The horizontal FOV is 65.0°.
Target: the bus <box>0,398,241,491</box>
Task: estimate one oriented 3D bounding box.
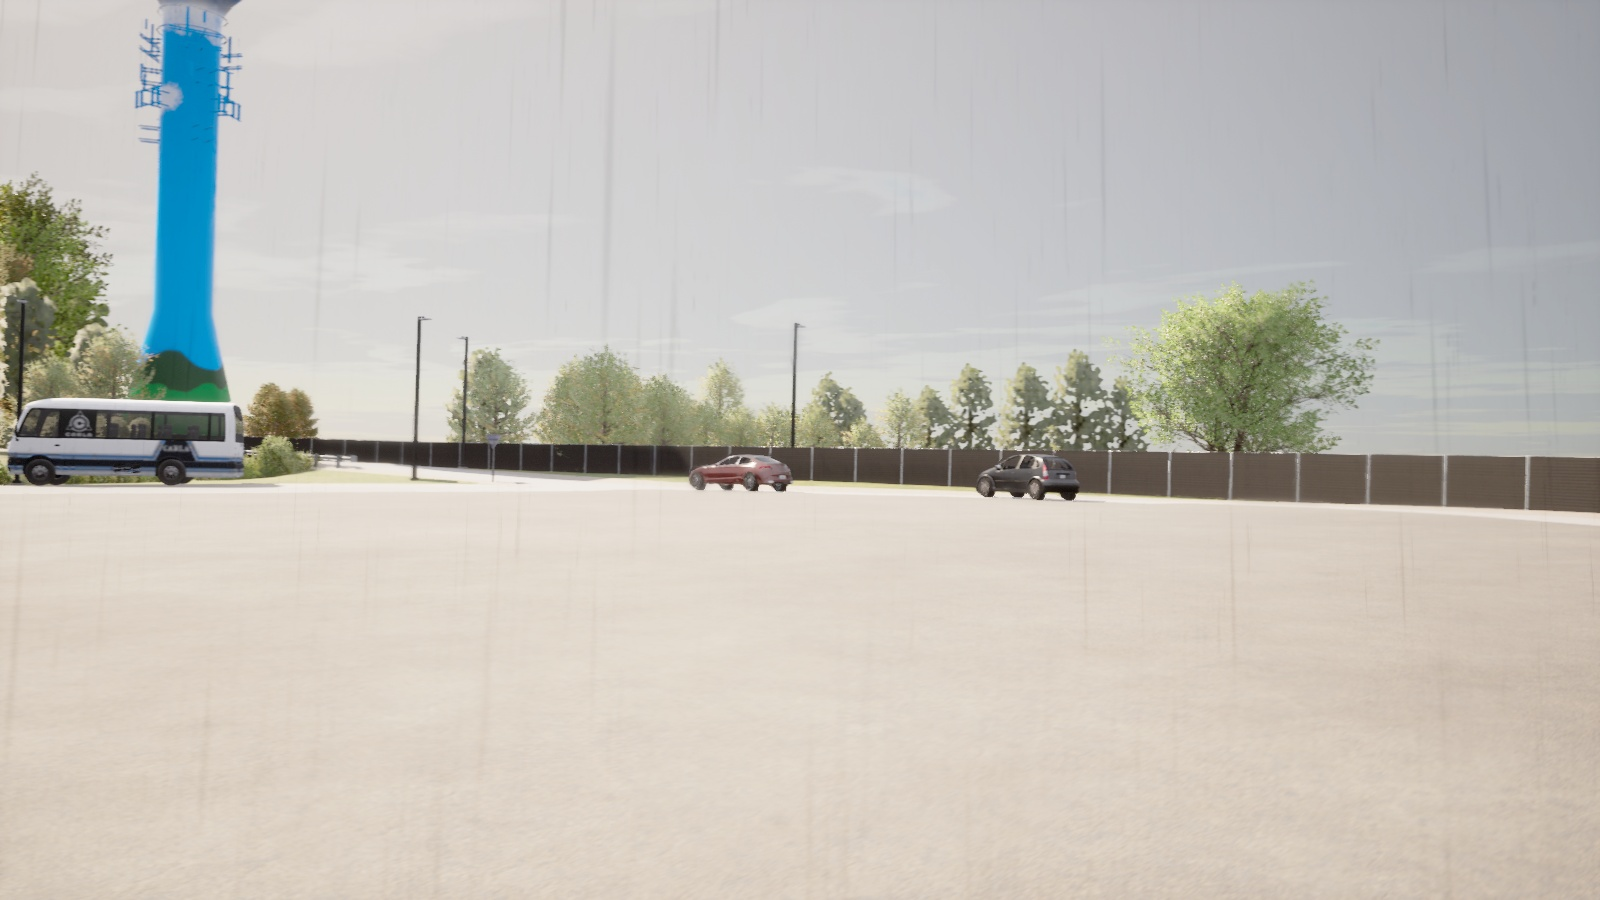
[{"bbox_3d":[-33.266,-0.200,61.427,10.273,4.253,3.944,1,-1,-16],"label":"bus"}]

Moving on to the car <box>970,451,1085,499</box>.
[{"bbox_3d":[8.137,0.883,45.253,1.851,1.617,3.988,2,-1,-31],"label":"car"}]

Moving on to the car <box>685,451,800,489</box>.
[{"bbox_3d":[-2.629,0.899,56.305,5.027,1.651,2.152,0,-2,41],"label":"car"}]
